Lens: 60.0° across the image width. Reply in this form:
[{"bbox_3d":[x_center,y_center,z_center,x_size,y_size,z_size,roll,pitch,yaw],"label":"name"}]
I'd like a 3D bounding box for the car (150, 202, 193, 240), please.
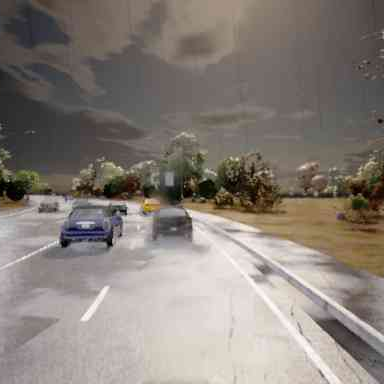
[{"bbox_3d":[-1.080,1.481,17.099,1.882,1.535,5.008,0,0,-6],"label":"car"}]

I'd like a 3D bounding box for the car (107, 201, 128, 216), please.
[{"bbox_3d":[-7.678,1.615,34.168,1.895,1.301,4.718,0,0,-14],"label":"car"}]

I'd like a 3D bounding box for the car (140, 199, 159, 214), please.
[{"bbox_3d":[-4.354,1.488,35.182,1.882,1.535,5.008,0,0,-13],"label":"car"}]

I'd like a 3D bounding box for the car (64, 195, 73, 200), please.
[{"bbox_3d":[-27.373,1.388,74.339,1.994,1.385,4.181,0,0,-27],"label":"car"}]

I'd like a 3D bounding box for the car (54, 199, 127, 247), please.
[{"bbox_3d":[-4.394,1.361,15.209,2.097,1.767,4.553,0,0,-6],"label":"car"}]

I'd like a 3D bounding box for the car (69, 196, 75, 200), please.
[{"bbox_3d":[-12.048,1.524,36.293,1.837,1.490,4.892,0,0,-15],"label":"car"}]

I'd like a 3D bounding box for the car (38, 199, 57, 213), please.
[{"bbox_3d":[-15.937,1.547,37.321,1.812,1.442,4.674,0,0,-16],"label":"car"}]
